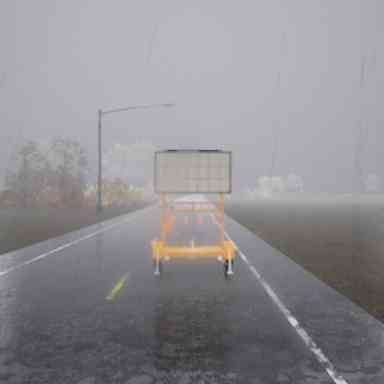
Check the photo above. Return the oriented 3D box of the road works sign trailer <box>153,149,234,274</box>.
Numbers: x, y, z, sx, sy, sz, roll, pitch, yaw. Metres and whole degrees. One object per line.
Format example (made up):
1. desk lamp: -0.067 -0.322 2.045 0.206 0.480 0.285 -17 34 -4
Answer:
1. road works sign trailer: 0.031 0.453 10.514 2.380 3.560 2.880 0 0 -1

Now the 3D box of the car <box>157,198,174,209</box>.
1. car: -3.381 1.486 44.045 1.812 1.442 4.674 0 0 1
